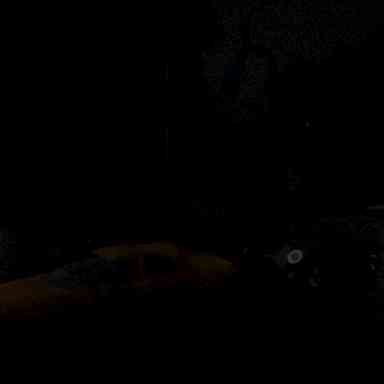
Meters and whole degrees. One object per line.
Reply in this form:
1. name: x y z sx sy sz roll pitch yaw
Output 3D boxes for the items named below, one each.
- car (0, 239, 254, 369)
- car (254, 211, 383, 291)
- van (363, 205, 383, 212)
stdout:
1. car: -1.332 1.528 5.703 4.829 1.417 1.752 0 0 -36
2. car: 3.228 1.450 8.966 4.097 1.590 1.967 0 0 -36
3. van: 7.651 1.358 12.131 3.998 1.788 1.690 0 0 -36
